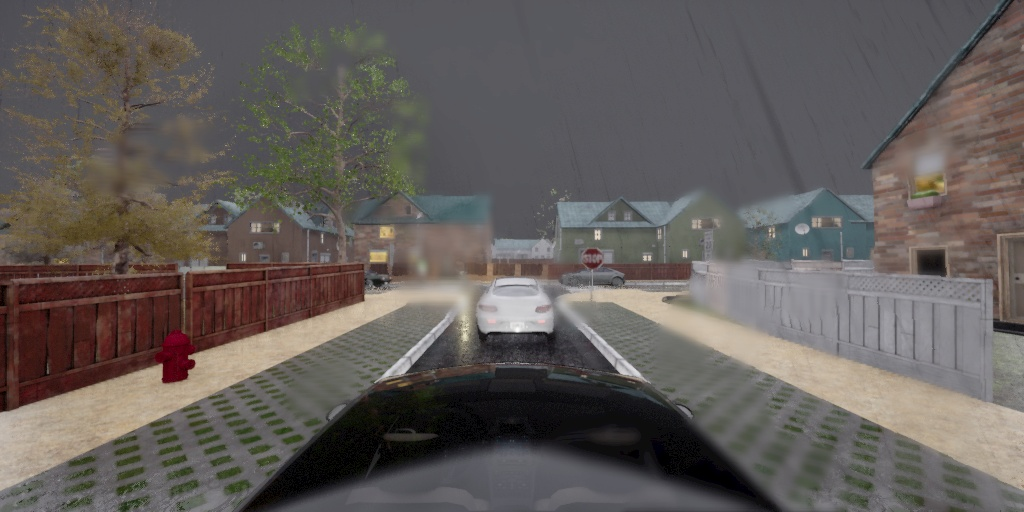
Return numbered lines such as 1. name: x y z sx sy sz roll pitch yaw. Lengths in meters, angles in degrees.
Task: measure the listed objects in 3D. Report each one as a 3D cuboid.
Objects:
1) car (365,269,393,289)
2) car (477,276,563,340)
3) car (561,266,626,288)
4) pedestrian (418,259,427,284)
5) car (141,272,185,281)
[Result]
1. car: -10.644 1.548 24.006 4.718 1.301 1.895 -1 -1 1
2. car: 0.101 1.279 9.820 1.812 1.442 4.674 0 0 0
3. car: 5.265 1.356 23.633 4.181 1.385 1.994 0 -1 0
4. pedestrian: -6.683 1.118 26.716 0.375 1.860 0.375 0 -1 1
5. car: -20.932 1.580 21.048 4.718 1.301 1.895 -1 -1 1
